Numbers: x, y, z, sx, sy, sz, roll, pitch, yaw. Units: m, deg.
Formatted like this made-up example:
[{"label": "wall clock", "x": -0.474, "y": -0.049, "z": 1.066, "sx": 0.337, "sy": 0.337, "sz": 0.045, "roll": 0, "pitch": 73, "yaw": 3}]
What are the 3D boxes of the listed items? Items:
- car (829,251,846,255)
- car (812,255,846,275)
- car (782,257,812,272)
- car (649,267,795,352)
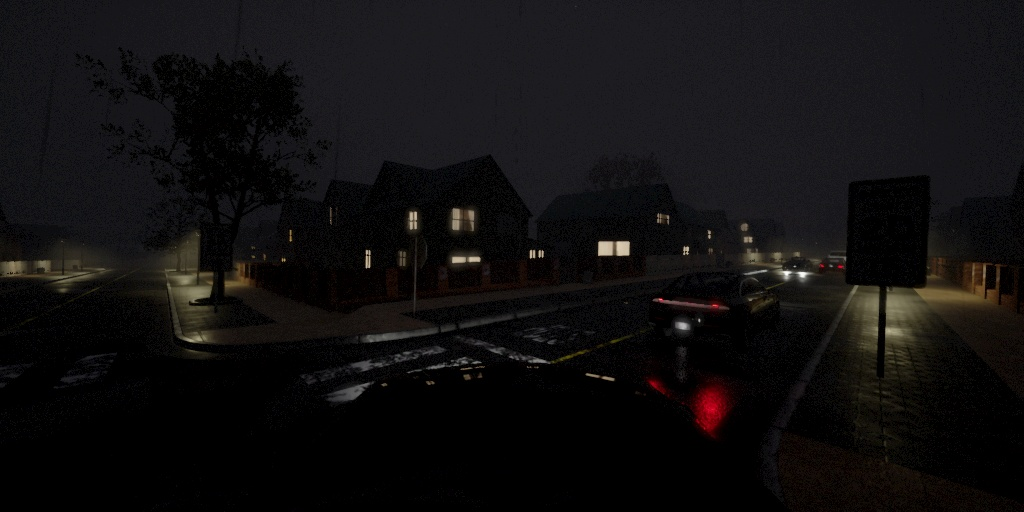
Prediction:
[{"label": "car", "x": 35.854, "y": 0.439, "z": 38.966, "sx": 5.566, "sy": 2.045, "sz": 2.150, "roll": -1, "pitch": 2, "yaw": -44}, {"label": "car", "x": 28.348, "y": 0.874, "z": 31.551, "sx": 5.357, "sy": 1.411, "sz": 2.033, "roll": -1, "pitch": 2, "yaw": -44}, {"label": "car", "x": 28.259, "y": 0.792, "z": 35.412, "sx": 4.181, "sy": 1.385, "sz": 1.994, "roll": -1, "pitch": 2, "yaw": -45}, {"label": "car", "x": 5.095, "y": 1.142, "z": 8.759, "sx": 4.902, "sy": 1.511, "sz": 2.128, "roll": -1, "pitch": 2, "yaw": -45}]
